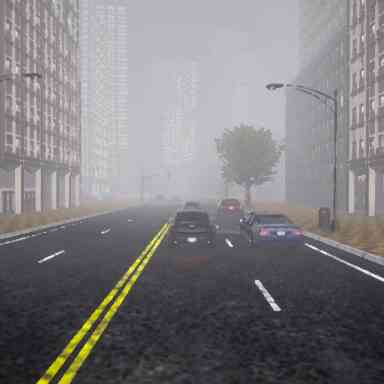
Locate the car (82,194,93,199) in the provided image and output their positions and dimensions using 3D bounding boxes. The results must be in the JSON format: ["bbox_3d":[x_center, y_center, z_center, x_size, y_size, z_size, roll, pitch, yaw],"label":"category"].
[{"bbox_3d":[-28.190,1.257,87.545,4.507,1.381,1.887,0,0,1],"label":"car"}]

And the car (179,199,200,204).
[{"bbox_3d":[0.000,1.516,29.652,1.812,1.442,4.674,0,0,0],"label":"car"}]

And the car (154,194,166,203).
[{"bbox_3d":[-6.503,1.298,68.083,2.097,1.767,4.553,0,0,0],"label":"car"}]

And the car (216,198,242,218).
[{"bbox_3d":[3.250,1.349,29.622,2.097,1.767,4.553,0,0,0],"label":"car"}]

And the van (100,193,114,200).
[{"bbox_3d":[-22.651,1.079,87.498,3.998,1.788,1.690,0,0,1],"label":"van"}]

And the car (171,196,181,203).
[{"bbox_3d":[-3.260,1.488,67.950,1.994,1.385,4.181,0,0,0],"label":"car"}]

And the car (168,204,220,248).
[{"bbox_3d":[0.000,1.509,14.652,1.837,1.490,4.892,0,0,0],"label":"car"}]

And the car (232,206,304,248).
[{"bbox_3d":[3.250,1.556,14.652,2.033,1.411,5.357,0,0,0],"label":"car"}]
